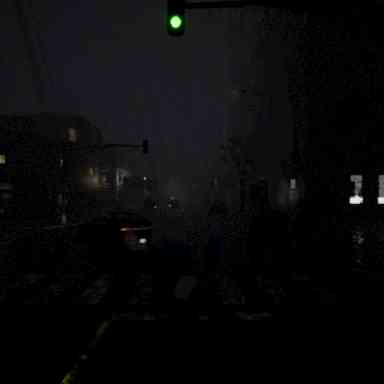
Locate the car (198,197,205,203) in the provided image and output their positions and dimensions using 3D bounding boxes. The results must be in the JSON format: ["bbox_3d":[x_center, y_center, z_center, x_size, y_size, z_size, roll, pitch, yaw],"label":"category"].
[{"bbox_3d":[2.688,2.144,91.288,1.752,1.417,4.829,1,0,0],"label":"car"}]

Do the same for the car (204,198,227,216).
[{"bbox_3d":[2.697,1.682,35.771,1.967,1.590,4.097,1,0,0],"label":"car"}]

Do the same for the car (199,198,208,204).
[{"bbox_3d":[2.690,2.087,80.049,1.887,1.381,4.507,1,0,0],"label":"car"}]

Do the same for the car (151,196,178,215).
[{"bbox_3d":[-3.102,1.609,38.002,2.097,1.767,4.553,0,0,0],"label":"car"}]

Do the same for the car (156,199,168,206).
[{"bbox_3d":[-5.689,1.995,63.456,1.947,1.339,4.313,1,0,0],"label":"car"}]

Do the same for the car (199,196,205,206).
[{"bbox_3d":[2.692,1.956,63.615,1.752,1.417,4.829,1,0,0],"label":"car"}]

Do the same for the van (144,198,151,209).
[{"bbox_3d":[-5.683,1.658,46.854,1.690,1.788,3.998,1,0,0],"label":"van"}]

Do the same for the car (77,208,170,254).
[{"bbox_3d":[-3.303,1.587,14.163,2.128,1.511,4.902,1,-1,-38],"label":"car"}]

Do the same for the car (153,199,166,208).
[{"bbox_3d":[-5.688,1.974,57.921,1.802,1.307,4.206,1,0,0],"label":"car"}]

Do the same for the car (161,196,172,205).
[{"bbox_3d":[-5.686,1.820,74.525,2.192,1.841,5.009,1,0,0],"label":"car"}]
